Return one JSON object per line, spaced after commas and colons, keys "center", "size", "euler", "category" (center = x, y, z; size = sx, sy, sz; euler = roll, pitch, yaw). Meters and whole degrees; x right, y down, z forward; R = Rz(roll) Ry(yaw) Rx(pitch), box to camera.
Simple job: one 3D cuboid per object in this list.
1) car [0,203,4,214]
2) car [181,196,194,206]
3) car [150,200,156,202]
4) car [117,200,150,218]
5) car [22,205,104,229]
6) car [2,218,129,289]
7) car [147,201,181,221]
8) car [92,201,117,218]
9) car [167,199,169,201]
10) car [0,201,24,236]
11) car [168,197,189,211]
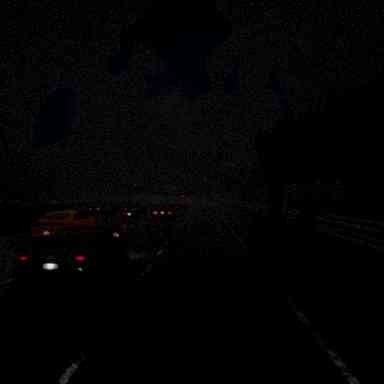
{"center": [-26.503, 2.155, 42.964], "size": [1.994, 1.385, 4.181], "euler": [0, -1, 2], "category": "car"}
{"center": [-1.093, 2.167, 68.726], "size": [1.882, 1.535, 5.008], "euler": [0, -1, 2], "category": "car"}
{"center": [-8.088, 2.350, 68.972], "size": [1.895, 1.301, 4.718], "euler": [0, -1, 2], "category": "car"}
{"center": [-5.805, 1.835, 33.624], "size": [1.837, 1.490, 4.892], "euler": [0, -1, 2], "category": "car"}
{"center": [-6.374, 1.673, 17.155], "size": [1.882, 1.535, 5.008], "euler": [0, 0, 2], "category": "car"}
{"center": [-3.135, 1.669, 9.528], "size": [1.994, 1.385, 4.181], "euler": [0, 0, 2], "category": "car"}
{"center": [-2.411, 1.821, 30.501], "size": [2.033, 1.411, 5.357], "euler": [0, 0, 2], "category": "car"}
{"center": [-9.256, 1.724, 35.196], "size": [2.097, 1.767, 4.553], "euler": [0, -1, 2], "category": "car"}
{"center": [-4.592, 2.283, 68.825], "size": [1.994, 1.385, 4.181], "euler": [0, -1, 2], "category": "car"}
{"center": [-9.899, 1.440, 16.560], "size": [2.150, 2.045, 5.566], "euler": [0, 0, 2], "category": "car"}
{"center": [-1.842, 1.909, 47.000], "size": [1.882, 1.535, 5.008], "euler": [0, -1, 2], "category": "car"}
